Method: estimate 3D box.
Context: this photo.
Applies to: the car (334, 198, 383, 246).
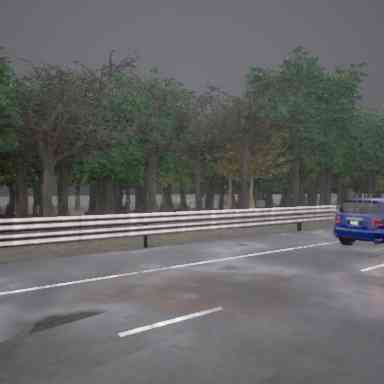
[{"bbox_3d":[8.293,1.258,14.084,5.566,2.045,2.150,0,0,-35],"label":"car"}]
